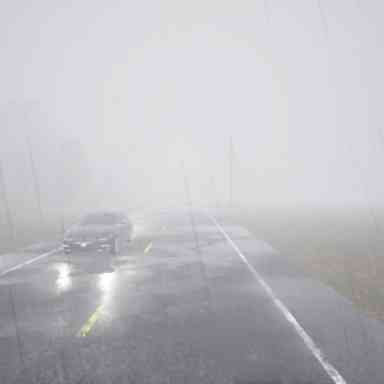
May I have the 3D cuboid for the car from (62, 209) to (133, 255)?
[{"bbox_3d":[-3.595,1.505,13.445,1.837,1.490,4.892,0,0,0],"label":"car"}]
